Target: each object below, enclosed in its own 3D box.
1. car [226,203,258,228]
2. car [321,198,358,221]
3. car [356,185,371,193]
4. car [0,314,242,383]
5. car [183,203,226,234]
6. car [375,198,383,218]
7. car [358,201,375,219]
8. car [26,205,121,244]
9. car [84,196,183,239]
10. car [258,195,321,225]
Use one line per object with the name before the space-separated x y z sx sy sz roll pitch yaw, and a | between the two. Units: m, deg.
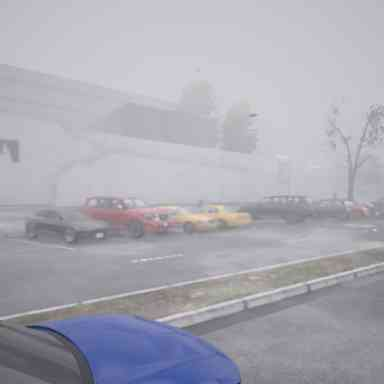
car | 1.149 1.513 21.252 5.366 1.575 1.946 -1 -1 35
car | 11.104 1.444 28.095 4.553 1.767 2.185 -1 -1 35
car | 43.657 -0.493 83.788 2.231 1.521 4.892 7 3 35
car | -1.875 1.477 1.795 5.008 1.535 1.882 0 0 -35
car | -0.984 1.500 19.306 5.366 1.575 1.946 -1 -1 35
car | 15.965 1.615 31.603 4.892 1.521 2.231 -1 -1 35
car | 13.499 1.466 29.878 4.553 1.767 2.185 -1 -1 34
car | -6.002 1.525 15.913 4.792 1.488 2.163 -1 -1 35
car | -3.558 1.249 17.661 5.566 2.045 2.435 -1 -1 35
car | 6.163 1.285 24.645 5.566 2.045 2.435 -1 -1 35
